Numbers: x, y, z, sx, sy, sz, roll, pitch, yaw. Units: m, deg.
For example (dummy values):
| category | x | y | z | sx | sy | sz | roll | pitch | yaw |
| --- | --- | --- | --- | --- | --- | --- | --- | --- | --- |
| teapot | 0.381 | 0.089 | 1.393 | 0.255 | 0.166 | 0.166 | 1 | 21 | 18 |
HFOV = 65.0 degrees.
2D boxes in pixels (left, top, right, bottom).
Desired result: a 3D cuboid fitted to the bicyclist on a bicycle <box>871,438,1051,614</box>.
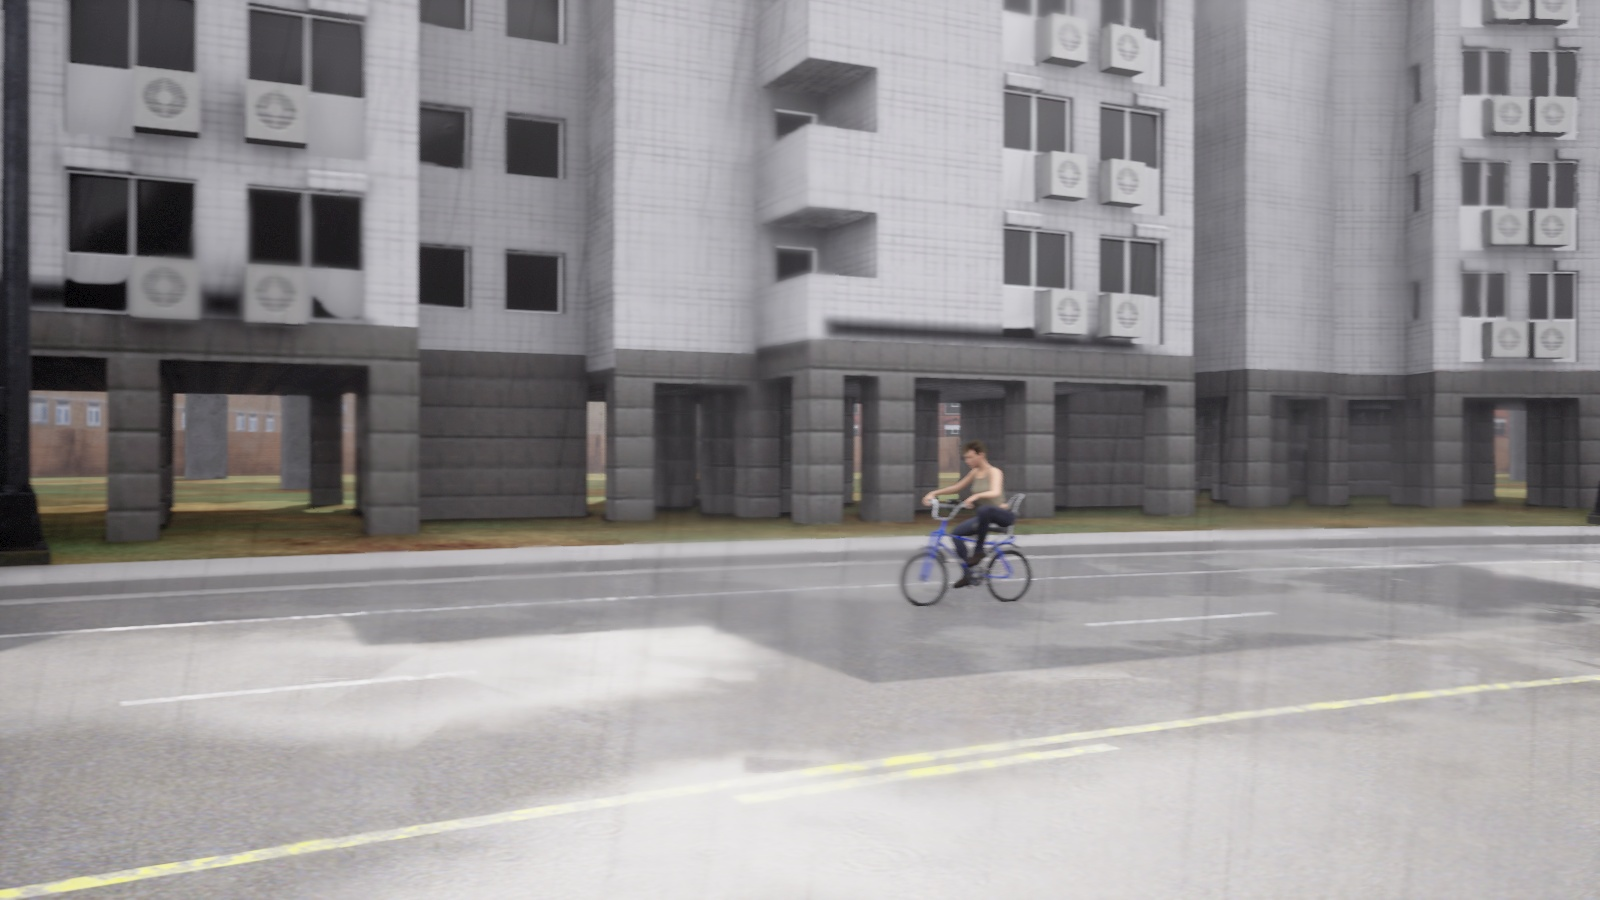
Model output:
| category | x | y | z | sx | sy | sz | roll | pitch | yaw |
| --- | --- | --- | --- | --- | --- | --- | --- | --- | --- |
| bicyclist on a bicycle | 1.559 | 0.699 | 12.228 | 1.509 | 1.612 | 0.866 | 0 | 0 | -24 |
